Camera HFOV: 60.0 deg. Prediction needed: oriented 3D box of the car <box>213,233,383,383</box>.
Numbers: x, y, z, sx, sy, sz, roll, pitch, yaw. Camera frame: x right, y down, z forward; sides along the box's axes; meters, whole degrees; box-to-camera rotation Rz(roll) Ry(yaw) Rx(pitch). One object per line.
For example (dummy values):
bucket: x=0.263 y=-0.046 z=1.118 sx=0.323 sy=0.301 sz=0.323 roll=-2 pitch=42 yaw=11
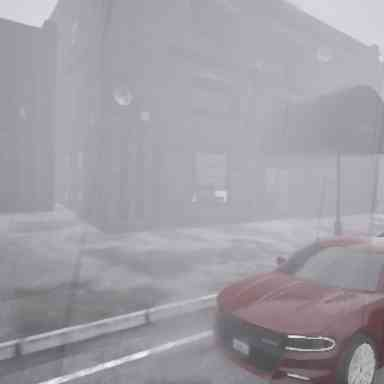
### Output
car: x=2.587 y=1.478 z=5.223 sx=5.008 sy=1.535 sz=1.882 roll=0 pitch=0 yaw=-35
